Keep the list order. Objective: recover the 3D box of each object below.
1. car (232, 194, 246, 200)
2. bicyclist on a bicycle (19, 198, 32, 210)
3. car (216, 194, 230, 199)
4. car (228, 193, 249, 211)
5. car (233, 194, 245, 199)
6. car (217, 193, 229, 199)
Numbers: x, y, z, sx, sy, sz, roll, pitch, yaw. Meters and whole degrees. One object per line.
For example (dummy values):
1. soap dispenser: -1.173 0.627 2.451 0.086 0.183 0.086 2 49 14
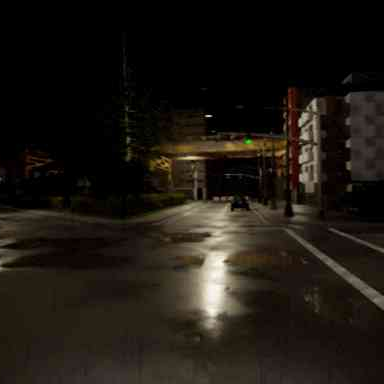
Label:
1. car: 12.520 1.304 88.615 2.038 1.542 4.974 -1 0 -13
2. bicyclist on a bicycle: -23.154 1.668 46.149 1.656 1.620 0.582 -1 0 -38
3. car: 8.461 1.209 89.505 1.853 1.218 4.536 -1 0 32
4. car: 5.693 1.273 39.769 2.097 1.767 4.553 -1 0 7
5. car: 12.506 1.147 88.666 1.853 1.218 4.536 -1 0 -13
6. car: 8.436 1.367 89.461 2.038 1.542 4.974 -1 0 32
